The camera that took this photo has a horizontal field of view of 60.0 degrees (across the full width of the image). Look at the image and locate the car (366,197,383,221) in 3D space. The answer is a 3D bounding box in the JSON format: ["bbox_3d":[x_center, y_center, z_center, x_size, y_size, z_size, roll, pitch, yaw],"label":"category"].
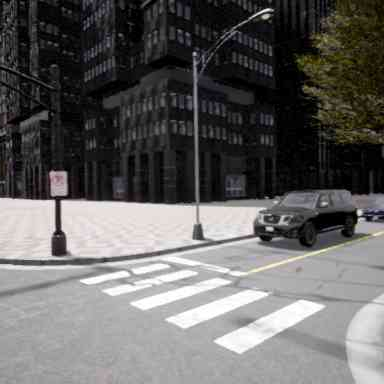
[{"bbox_3d":[12.683,1.032,21.131,5.357,1.411,2.033,-2,1,-42],"label":"car"}]

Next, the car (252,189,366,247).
[{"bbox_3d":[4.918,0.937,13.964,5.566,2.045,2.150,-2,1,-41],"label":"car"}]
